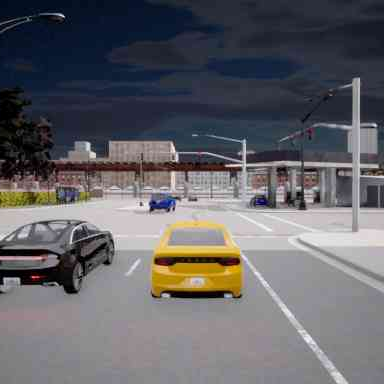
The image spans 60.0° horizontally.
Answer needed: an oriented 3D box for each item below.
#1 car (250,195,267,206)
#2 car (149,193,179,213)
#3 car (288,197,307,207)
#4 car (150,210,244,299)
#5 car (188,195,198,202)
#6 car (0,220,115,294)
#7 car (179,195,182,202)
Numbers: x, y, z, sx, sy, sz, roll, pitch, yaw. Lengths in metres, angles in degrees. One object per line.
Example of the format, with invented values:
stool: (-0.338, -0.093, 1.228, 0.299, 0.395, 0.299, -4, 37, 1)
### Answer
car: (9.856, 1.253, 48.780, 2.242, 1.667, 4.611, 0, 0, 1)
car: (-3.210, 1.167, 36.681, 2.150, 2.045, 5.566, 1, 0, 6)
car: (15.603, 1.426, 49.526, 1.970, 1.475, 3.806, 0, 0, 1)
car: (0.107, 1.468, 8.516, 1.882, 1.535, 5.008, 0, 0, 0)
car: (0.218, 1.446, 73.484, 1.994, 1.385, 4.181, 0, 0, 0)
car: (-3.392, 1.474, 8.735, 2.128, 1.511, 4.902, 0, 0, 0)
car: (-3.282, 1.386, 73.494, 1.837, 1.490, 4.892, 0, 0, 0)
